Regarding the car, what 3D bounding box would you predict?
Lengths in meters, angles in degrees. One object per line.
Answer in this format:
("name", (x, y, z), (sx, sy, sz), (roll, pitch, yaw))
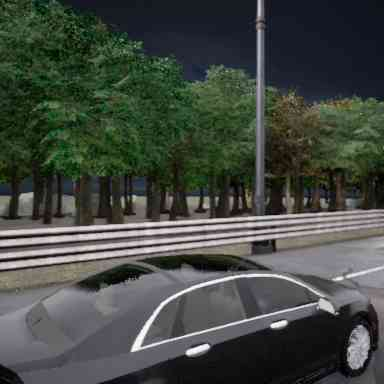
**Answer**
("car", (0.314, 1.516, 3.952), (4.892, 1.490, 1.837), (0, 0, -35))
